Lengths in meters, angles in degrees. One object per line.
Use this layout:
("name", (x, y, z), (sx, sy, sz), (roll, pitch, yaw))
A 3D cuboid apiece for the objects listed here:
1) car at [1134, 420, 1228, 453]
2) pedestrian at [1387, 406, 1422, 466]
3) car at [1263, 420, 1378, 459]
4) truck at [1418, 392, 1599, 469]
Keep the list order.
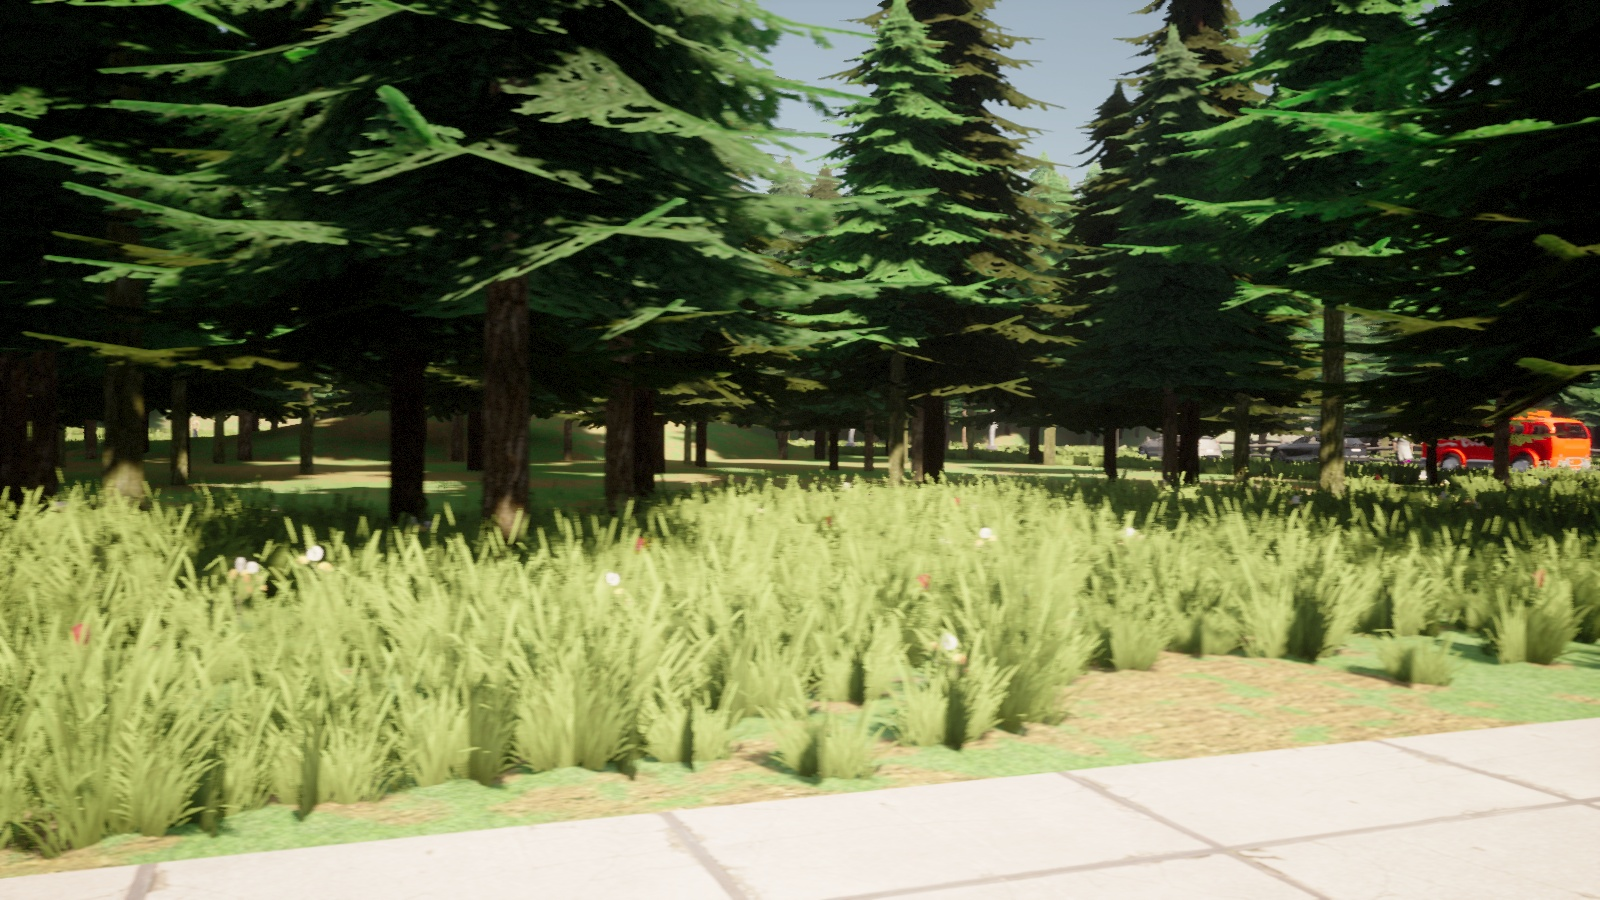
("car", (19.899, -0.737, 65.840), (2.152, 1.651, 5.027), (-1, 1, -20))
("pedestrian", (20.002, -0.460, 41.577), (0.659, 1.952, 0.873), (-1, 1, -8))
("car", (23.285, -0.468, 56.381), (2.033, 1.649, 4.856), (-1, 1, -20))
("truck", (24.311, -0.679, 43.064), (2.627, 2.467, 5.204), (-1, 1, -20))
